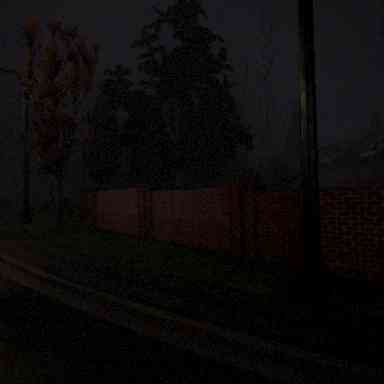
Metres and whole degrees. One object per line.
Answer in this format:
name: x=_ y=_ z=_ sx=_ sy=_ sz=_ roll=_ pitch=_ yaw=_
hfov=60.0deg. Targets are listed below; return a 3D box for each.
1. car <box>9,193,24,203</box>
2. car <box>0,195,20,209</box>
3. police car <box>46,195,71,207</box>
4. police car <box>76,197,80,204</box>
car: x=-33.601 y=1.323 z=63.176 sx=2.150 sy=2.045 sz=5.566 roll=-1 pitch=0 yaw=13
car: x=-25.893 y=1.554 z=44.369 sx=2.128 sy=1.511 sz=4.902 roll=-2 pitch=0 yaw=5
police car: x=-20.437 y=1.340 z=51.224 sx=1.930 sy=1.638 sz=5.238 roll=-1 pitch=0 yaw=7
police car: x=-18.853 y=1.262 z=60.157 sx=1.930 sy=1.638 sz=5.238 roll=-1 pitch=0 yaw=13
